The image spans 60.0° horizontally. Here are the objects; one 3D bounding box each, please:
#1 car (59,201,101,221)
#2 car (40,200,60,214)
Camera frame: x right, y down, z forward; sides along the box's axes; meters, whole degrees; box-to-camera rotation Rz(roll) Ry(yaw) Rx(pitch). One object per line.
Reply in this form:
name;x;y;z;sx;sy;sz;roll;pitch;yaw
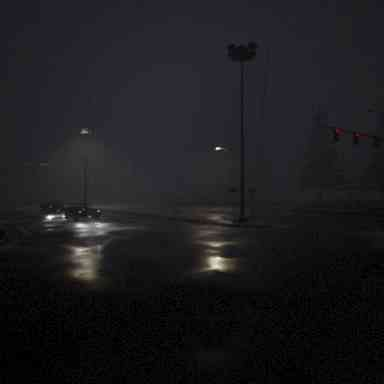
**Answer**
car;-9.132;1.577;27.403;1.895;1.301;4.718;0;0;-35
car;-14.810;1.577;35.593;1.895;1.301;4.718;0;0;-34
